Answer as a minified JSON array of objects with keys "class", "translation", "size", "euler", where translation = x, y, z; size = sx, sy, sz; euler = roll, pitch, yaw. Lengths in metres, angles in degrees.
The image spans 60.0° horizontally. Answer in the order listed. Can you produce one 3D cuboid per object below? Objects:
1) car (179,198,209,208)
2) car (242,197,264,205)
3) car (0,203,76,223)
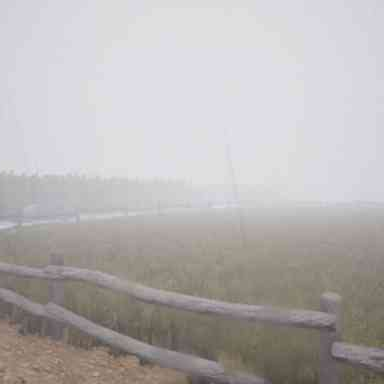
[{"class":"car","translation":[0.366,1.477,40.778],"size":[2.128,1.511,4.902],"euler":[0,0,36]},{"class":"car","translation":[8.910,1.478,47.303],"size":[2.128,1.511,4.902],"euler":[0,0,36]},{"class":"car","translation":[-11.109,1.532,24.684],"size":[2.033,1.411,5.357],"euler":[0,0,35]}]
